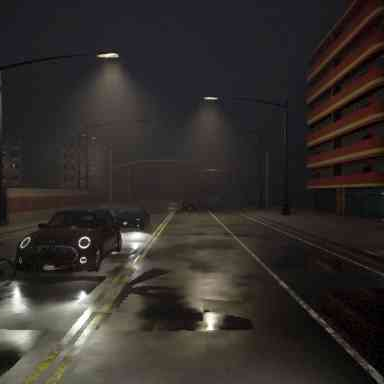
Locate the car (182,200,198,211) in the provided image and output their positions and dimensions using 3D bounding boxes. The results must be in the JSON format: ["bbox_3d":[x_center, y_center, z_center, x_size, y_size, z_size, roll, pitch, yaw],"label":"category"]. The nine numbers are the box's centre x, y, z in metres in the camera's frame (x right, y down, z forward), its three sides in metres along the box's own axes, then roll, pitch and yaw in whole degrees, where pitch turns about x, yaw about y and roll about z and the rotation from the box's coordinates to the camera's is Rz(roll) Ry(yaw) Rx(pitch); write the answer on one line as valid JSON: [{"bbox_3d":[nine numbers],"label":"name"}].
[{"bbox_3d":[-0.319,1.601,41.288,1.895,1.301,4.718,0,0,-1],"label":"car"}]

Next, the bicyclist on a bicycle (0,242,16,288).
[{"bbox_3d":[-4.868,1.460,7.472,0.582,1.620,1.656,-9,-5,44],"label":"bicyclist on a bicycle"}]

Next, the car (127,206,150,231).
[{"bbox_3d":[-3.739,1.564,20.594,1.994,1.385,4.181,0,0,0],"label":"car"}]

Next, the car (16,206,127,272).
[{"bbox_3d":[-3.690,1.352,10.776,2.097,1.767,4.553,0,0,-1],"label":"car"}]
